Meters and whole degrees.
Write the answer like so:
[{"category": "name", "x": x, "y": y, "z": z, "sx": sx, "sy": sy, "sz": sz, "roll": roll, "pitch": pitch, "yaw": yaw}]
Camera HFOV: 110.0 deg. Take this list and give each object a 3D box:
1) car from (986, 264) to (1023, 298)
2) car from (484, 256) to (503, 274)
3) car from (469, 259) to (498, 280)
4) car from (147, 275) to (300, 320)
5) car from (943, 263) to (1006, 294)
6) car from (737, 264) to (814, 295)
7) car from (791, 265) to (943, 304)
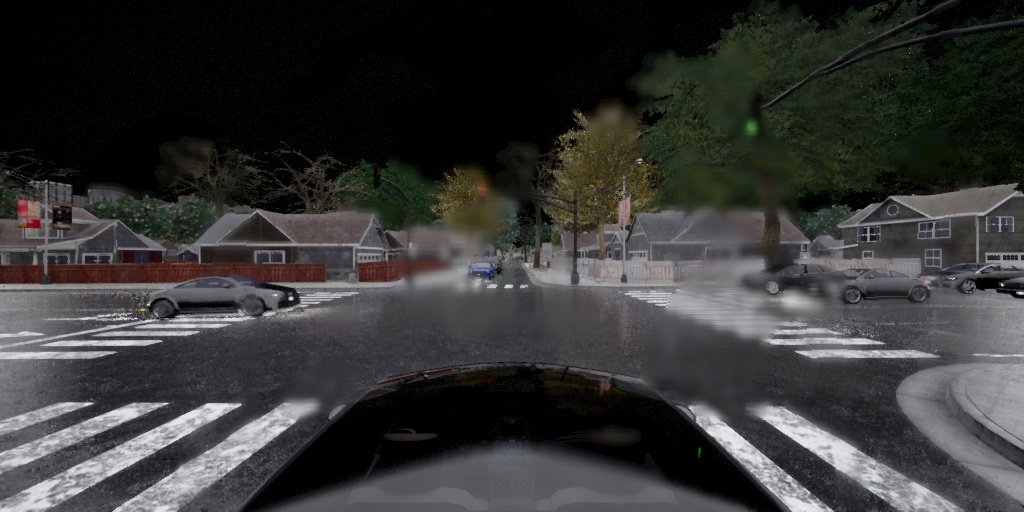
[{"category": "car", "x": 23.954, "y": 1.150, "z": 14.939, "sx": 5.357, "sy": 1.411, "sz": 2.033, "roll": 0, "pitch": 0, "yaw": 1}, {"category": "car", "x": -2.397, "y": 0.994, "z": 41.665, "sx": 2.150, "sy": 2.045, "sz": 5.566, "roll": 0, "pitch": 0, "yaw": 1}, {"category": "car", "x": -2.592, "y": 1.242, "z": 31.429, "sx": 1.882, "sy": 1.535, "sz": 5.008, "roll": 0, "pitch": 0, "yaw": 1}, {"category": "car", "x": -9.933, "y": 1.362, "z": 12.631, "sx": 4.181, "sy": 1.385, "sz": 1.994, "roll": 0, "pitch": 0, "yaw": -8}, {"category": "car", "x": 23.593, "y": 1.094, "z": 18.197, "sx": 4.902, "sy": 1.511, "sz": 2.128, "roll": 0, "pitch": 0, "yaw": 1}, {"category": "car", "x": 14.263, "y": 1.159, "z": 18.335, "sx": 4.892, "sy": 1.490, "sz": 1.837, "roll": 0, "pitch": 0, "yaw": 2}, {"category": "car", "x": 14.717, "y": 1.217, "z": 15.087, "sx": 4.181, "sy": 1.385, "sz": 1.994, "roll": 0, "pitch": 0, "yaw": 1}]
